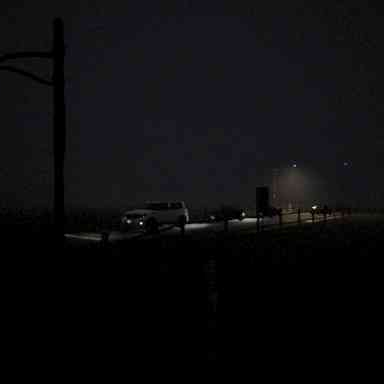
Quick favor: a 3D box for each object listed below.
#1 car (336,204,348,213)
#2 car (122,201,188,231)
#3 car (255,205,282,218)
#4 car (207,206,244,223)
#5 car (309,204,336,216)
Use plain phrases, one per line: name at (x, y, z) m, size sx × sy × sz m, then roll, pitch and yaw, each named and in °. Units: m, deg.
car at (23.900, 2.690, 53.913) m, size 1.812 × 1.442 × 4.674 m, roll -1°, pitch -1°, yaw 37°
car at (-2.569, 1.679, 24.480) m, size 2.150 × 2.045 × 5.566 m, roll -1°, pitch -1°, yaw 37°
car at (9.389, 2.320, 40.565) m, size 2.128 × 1.511 × 4.902 m, roll -1°, pitch -1°, yaw 36°
car at (3.302, 2.130, 32.377) m, size 2.128 × 1.511 × 4.902 m, roll -1°, pitch -1°, yaw 37°
car at (17.651, 2.511, 45.522) m, size 2.033 × 1.411 × 5.357 m, roll -1°, pitch -1°, yaw 36°
